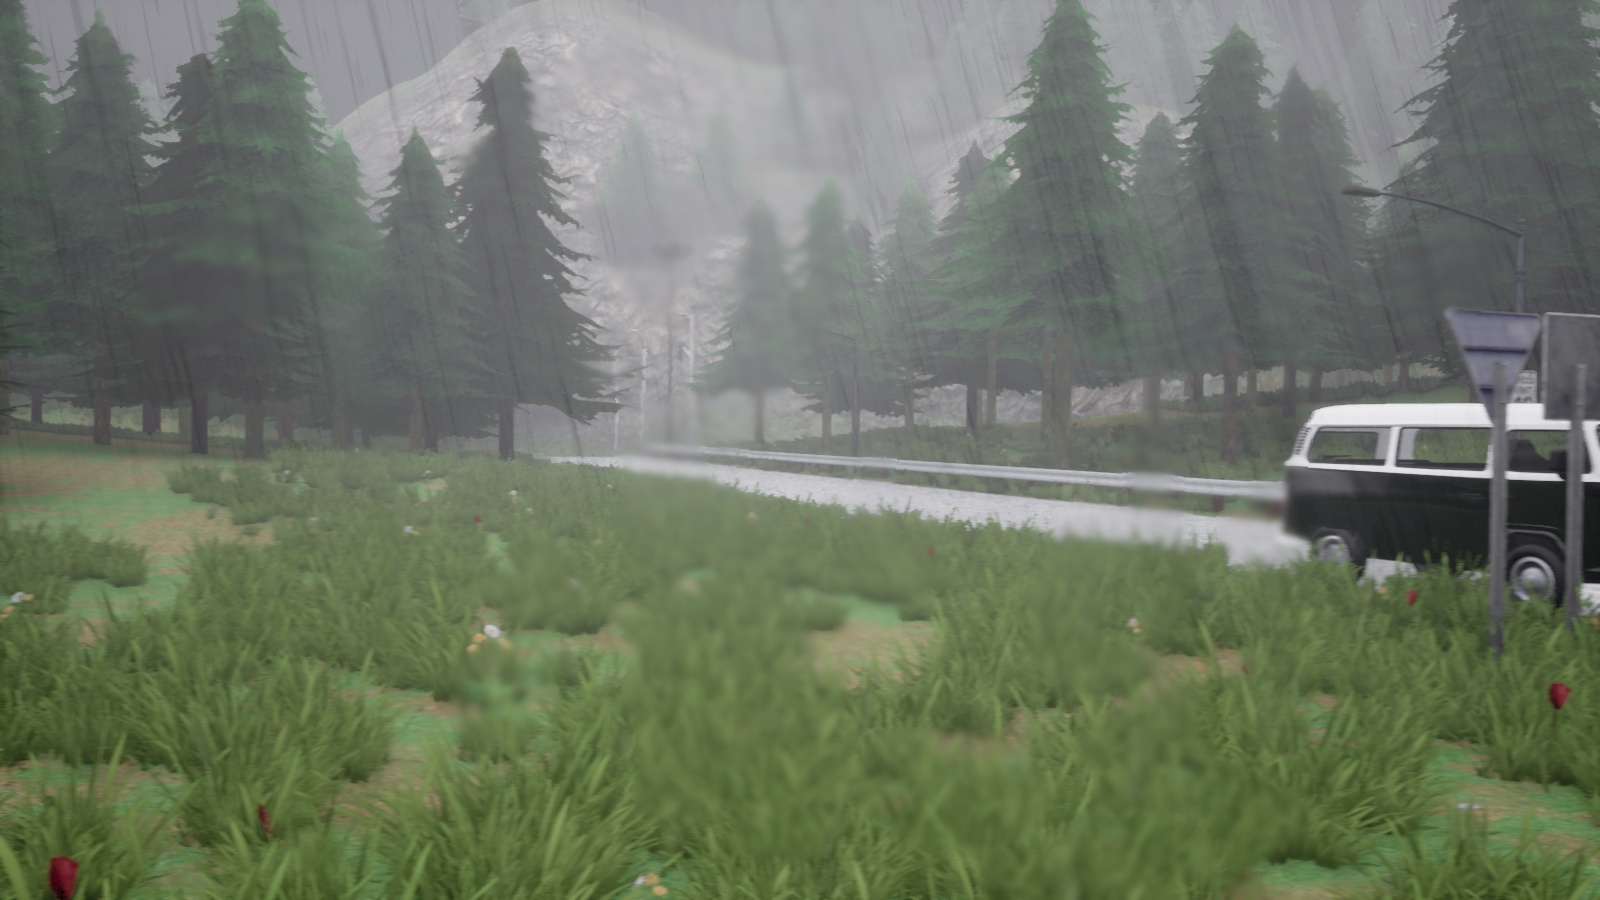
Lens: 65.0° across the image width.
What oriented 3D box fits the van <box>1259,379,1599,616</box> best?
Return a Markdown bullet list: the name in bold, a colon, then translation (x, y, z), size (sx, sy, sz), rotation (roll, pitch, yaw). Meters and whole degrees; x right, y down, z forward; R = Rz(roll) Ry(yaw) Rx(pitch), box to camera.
- **van**: translation (7.143, 0.373, 12.967), size (2.069, 2.038, 4.480), rotation (-1, 1, -21)
